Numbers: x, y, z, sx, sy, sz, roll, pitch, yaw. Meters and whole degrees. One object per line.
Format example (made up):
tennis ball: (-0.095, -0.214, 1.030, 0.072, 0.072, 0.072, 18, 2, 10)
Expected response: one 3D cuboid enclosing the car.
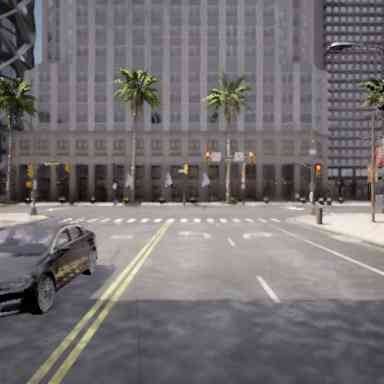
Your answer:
car: (-3.582, 1.487, 7.639, 2.128, 1.511, 4.902, 0, 0, 0)
